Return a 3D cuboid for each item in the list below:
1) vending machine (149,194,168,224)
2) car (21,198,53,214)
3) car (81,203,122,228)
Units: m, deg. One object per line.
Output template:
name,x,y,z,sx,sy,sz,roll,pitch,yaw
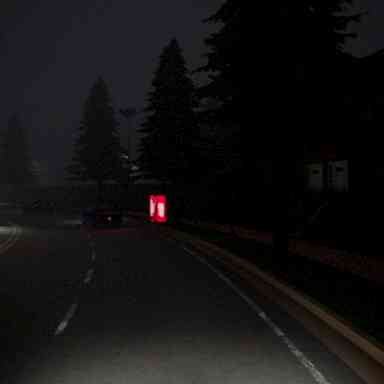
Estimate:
vending machine,-2.471,1.223,24.397,1.100,2.100,0.880,0,0,-28
car,-17.120,1.455,36.687,2.097,1.767,4.553,0,0,-44
car,-6.327,1.522,22.991,1.882,1.535,5.008,0,0,-28
